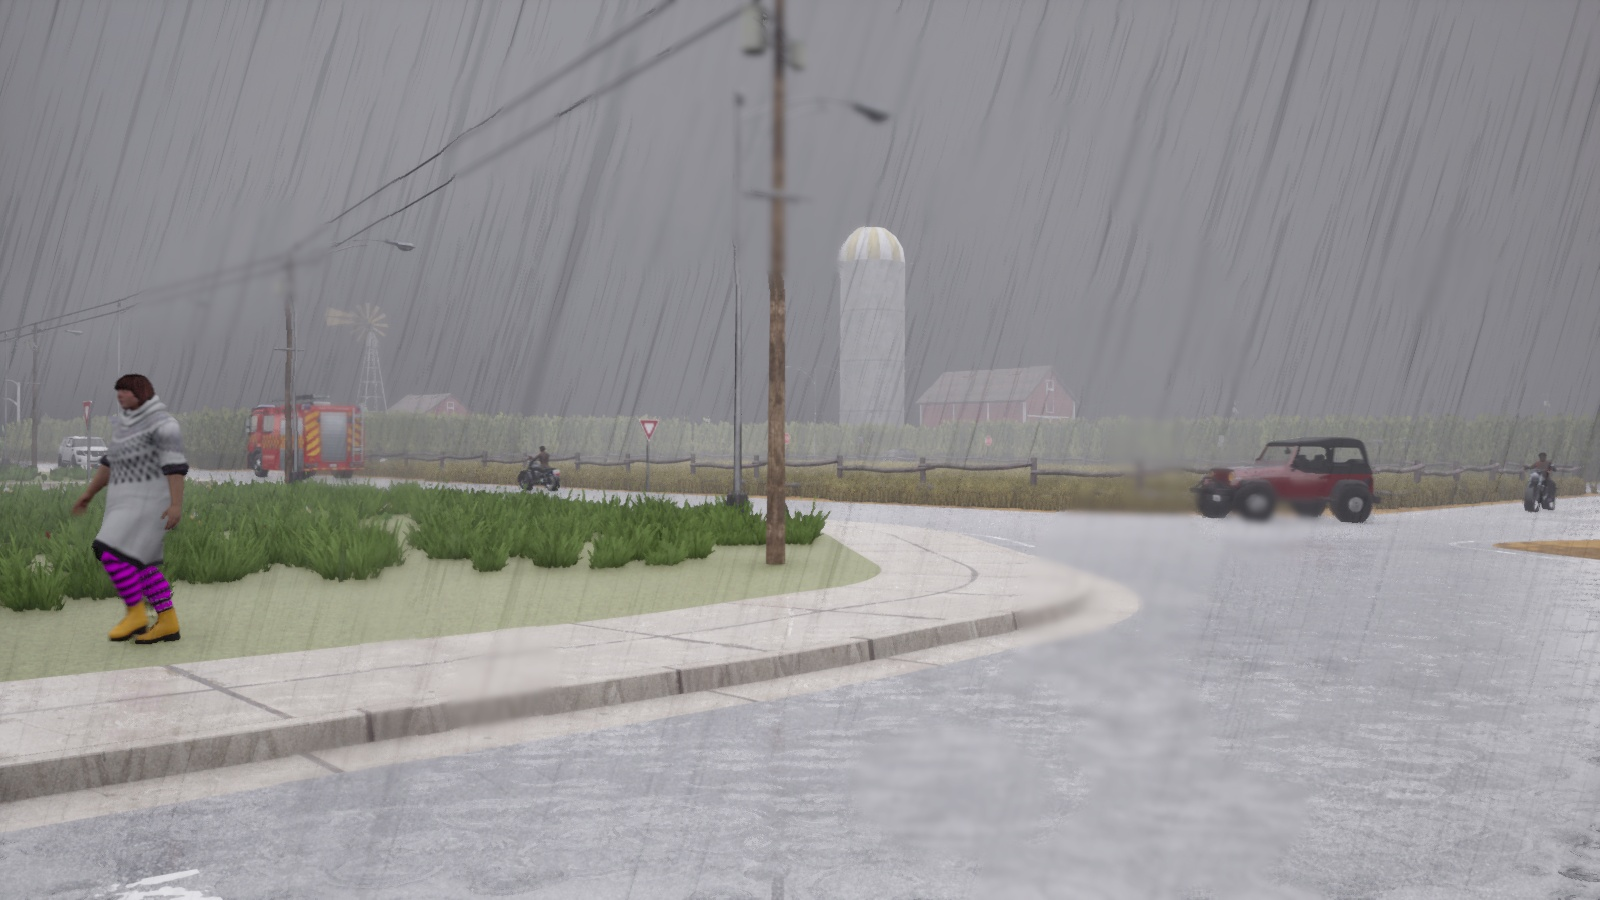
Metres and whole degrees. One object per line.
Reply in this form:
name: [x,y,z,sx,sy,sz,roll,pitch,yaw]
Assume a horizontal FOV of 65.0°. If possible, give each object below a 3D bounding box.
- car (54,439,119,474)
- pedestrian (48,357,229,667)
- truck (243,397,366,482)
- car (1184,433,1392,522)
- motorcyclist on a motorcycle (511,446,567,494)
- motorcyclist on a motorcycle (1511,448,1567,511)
car: [-42.894,0.363,75.433,2.150,2.045,5.566,0,0,-43]
pedestrian: [-4.435,0.389,8.441,0.659,1.952,0.873,0,0,37]
truck: [-23.852,-0.467,60.153,2.891,3.827,8.468,0,0,-40]
car: [10.801,0.590,27.914,3.866,1.878,1.905,0,0,-11]
motorcyclist on a motorcycle: [-9.224,0.689,44.268,0.766,1.649,2.350,0,0,-45]
motorcyclist on a motorcycle: [19.964,0.779,33.889,0.766,1.649,2.350,0,0,44]
